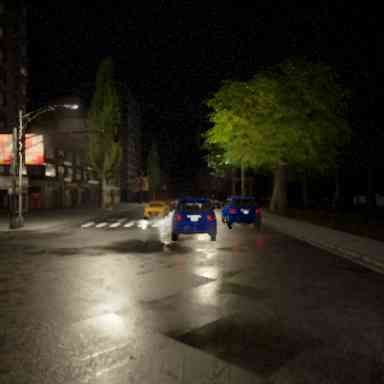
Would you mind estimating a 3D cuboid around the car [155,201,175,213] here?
[{"bbox_3d":[-3.309,1.849,42.186,2.033,1.411,5.357,0,0,0],"label":"car"}]

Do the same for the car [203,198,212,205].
[{"bbox_3d":[3.274,2.101,72.401,1.812,1.442,4.674,0,-1,0],"label":"car"}]

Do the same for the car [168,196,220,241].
[{"bbox_3d":[0.107,1.347,17.718,2.150,2.045,5.566,0,0,0],"label":"car"}]

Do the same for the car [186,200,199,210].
[{"bbox_3d":[0.116,1.980,51.559,1.895,1.301,4.718,0,0,0],"label":"car"}]

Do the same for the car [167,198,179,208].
[{"bbox_3d":[-3.242,1.911,57.636,1.882,1.535,5.008,0,-1,0],"label":"car"}]

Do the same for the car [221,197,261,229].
[{"bbox_3d":[3.358,1.386,23.378,2.150,2.045,5.566,0,0,0],"label":"car"}]

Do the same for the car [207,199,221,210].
[{"bbox_3d":[3.366,1.886,51.859,1.837,1.490,4.892,0,-1,0],"label":"car"}]

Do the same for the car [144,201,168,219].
[{"bbox_3d":[-3.315,1.703,32.026,1.882,1.535,5.008,0,0,2],"label":"car"}]

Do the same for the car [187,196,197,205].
[{"bbox_3d":[0.024,1.802,72.469,2.150,2.045,5.566,0,-1,0],"label":"car"}]
